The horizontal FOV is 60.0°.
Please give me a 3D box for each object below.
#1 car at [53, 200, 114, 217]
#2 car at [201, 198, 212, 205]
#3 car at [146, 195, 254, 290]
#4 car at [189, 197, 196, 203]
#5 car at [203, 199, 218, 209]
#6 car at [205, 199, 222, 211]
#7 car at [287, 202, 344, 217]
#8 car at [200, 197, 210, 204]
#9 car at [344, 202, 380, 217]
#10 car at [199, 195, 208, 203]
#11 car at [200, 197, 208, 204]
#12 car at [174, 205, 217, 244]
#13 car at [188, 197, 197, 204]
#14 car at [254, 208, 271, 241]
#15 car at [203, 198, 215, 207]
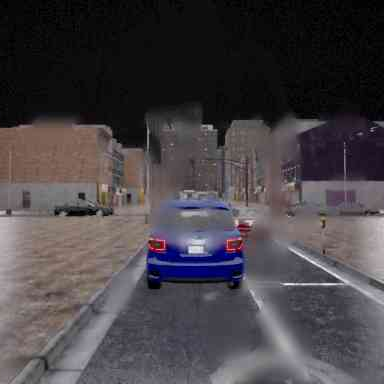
[{"bbox_3d":[-9.357,1.492,28.879,5.008,1.535,1.882,0,-2,0],"label":"car"},{"bbox_3d":[2.740,1.846,65.324,1.947,1.339,4.313,1,-1,0],"label":"car"},{"bbox_3d":[0.052,1.230,9.223,2.150,2.045,5.566,0,0,-1],"label":"car"},{"bbox_3d":[0.112,1.970,84.401,1.837,1.490,4.892,0,-1,0],"label":"car"},{"bbox_3d":[2.719,1.717,49.012,1.947,1.339,4.313,1,0,0],"label":"car"},{"bbox_3d":[2.712,1.684,43.576,1.947,1.339,4.313,1,0,0],"label":"car"},{"bbox_3d":[10.386,1.544,28.723,4.181,1.385,1.994,0,-2,0],"label":"car"},{"bbox_3d":[2.749,1.858,70.932,1.752,1.417,4.829,1,-1,0],"label":"car"},{"bbox_3d":[14.755,1.621,31.607,5.357,1.411,2.033,0,-2,3],"label":"car"},{"bbox_3d":[2.767,1.755,81.640,2.192,1.841,5.009,1,-1,0],"label":"car"},{"bbox_3d":[2.756,1.911,76.369,1.752,1.417,4.829,1,-1,0],"label":"car"},{"bbox_3d":[0.118,1.500,17.015,1.882,1.535,5.008,0,0,-1],"label":"car"},{"bbox_3d":[0.100,1.889,74.252,2.128,1.511,4.902,0,-1,0],"label":"car"},{"bbox_3d":[2.682,1.462,16.829,1.967,1.590,4.097,2,0,0],"label":"car"},{"bbox_3d":[2.728,1.716,54.619,1.752,1.417,4.829,1,0,0],"label":"car"}]
